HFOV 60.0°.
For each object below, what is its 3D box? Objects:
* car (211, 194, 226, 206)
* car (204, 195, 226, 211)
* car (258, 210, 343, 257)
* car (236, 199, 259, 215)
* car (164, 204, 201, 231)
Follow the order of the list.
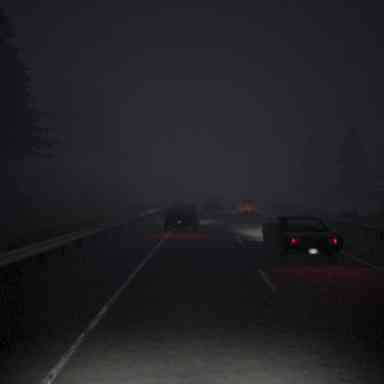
[{"bbox_3d":[4.128,1.247,51.592,2.097,1.767,4.553,0,0,8],"label":"car"},{"bbox_3d":[2.659,1.269,40.322,2.097,1.767,4.553,0,0,8],"label":"car"},{"bbox_3d":[3.947,1.577,12.764,1.895,1.301,4.718,0,0,2],"label":"car"},{"bbox_3d":[5.442,1.413,32.834,1.882,1.535,5.008,0,0,6],"label":"car"},{"bbox_3d":[-0.517,1.435,20.183,1.882,1.535,5.008,0,0,4],"label":"car"}]
